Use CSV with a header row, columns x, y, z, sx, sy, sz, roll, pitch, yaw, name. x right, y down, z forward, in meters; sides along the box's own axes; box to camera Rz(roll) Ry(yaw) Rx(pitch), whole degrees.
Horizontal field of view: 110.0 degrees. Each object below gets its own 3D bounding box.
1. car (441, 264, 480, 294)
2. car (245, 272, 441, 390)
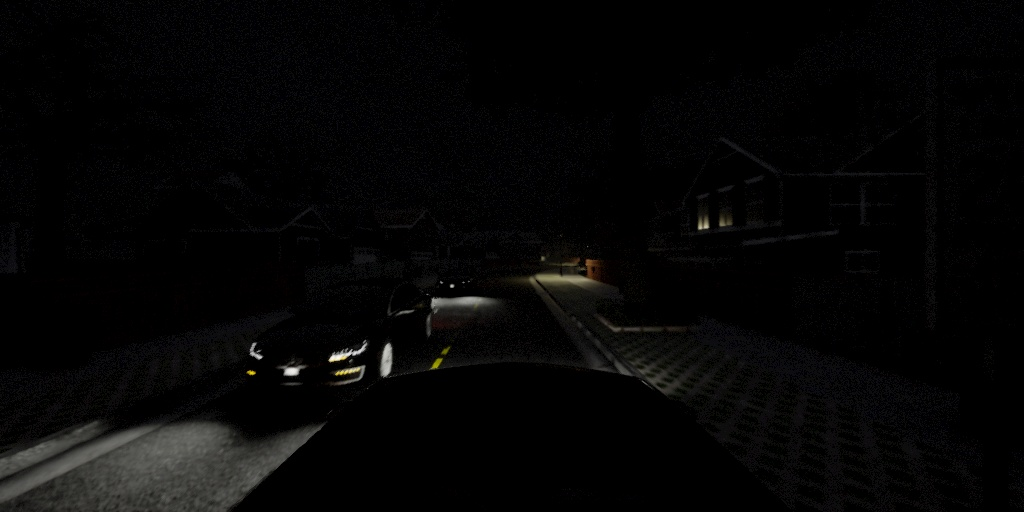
x,y,z,sx,sy,sz,roll,pitch,yaw,name
-2.844,1.181,19.488,1.837,1.490,4.892,0,0,0,car
-2.851,1.237,7.058,1.837,1.490,4.892,0,0,0,car
